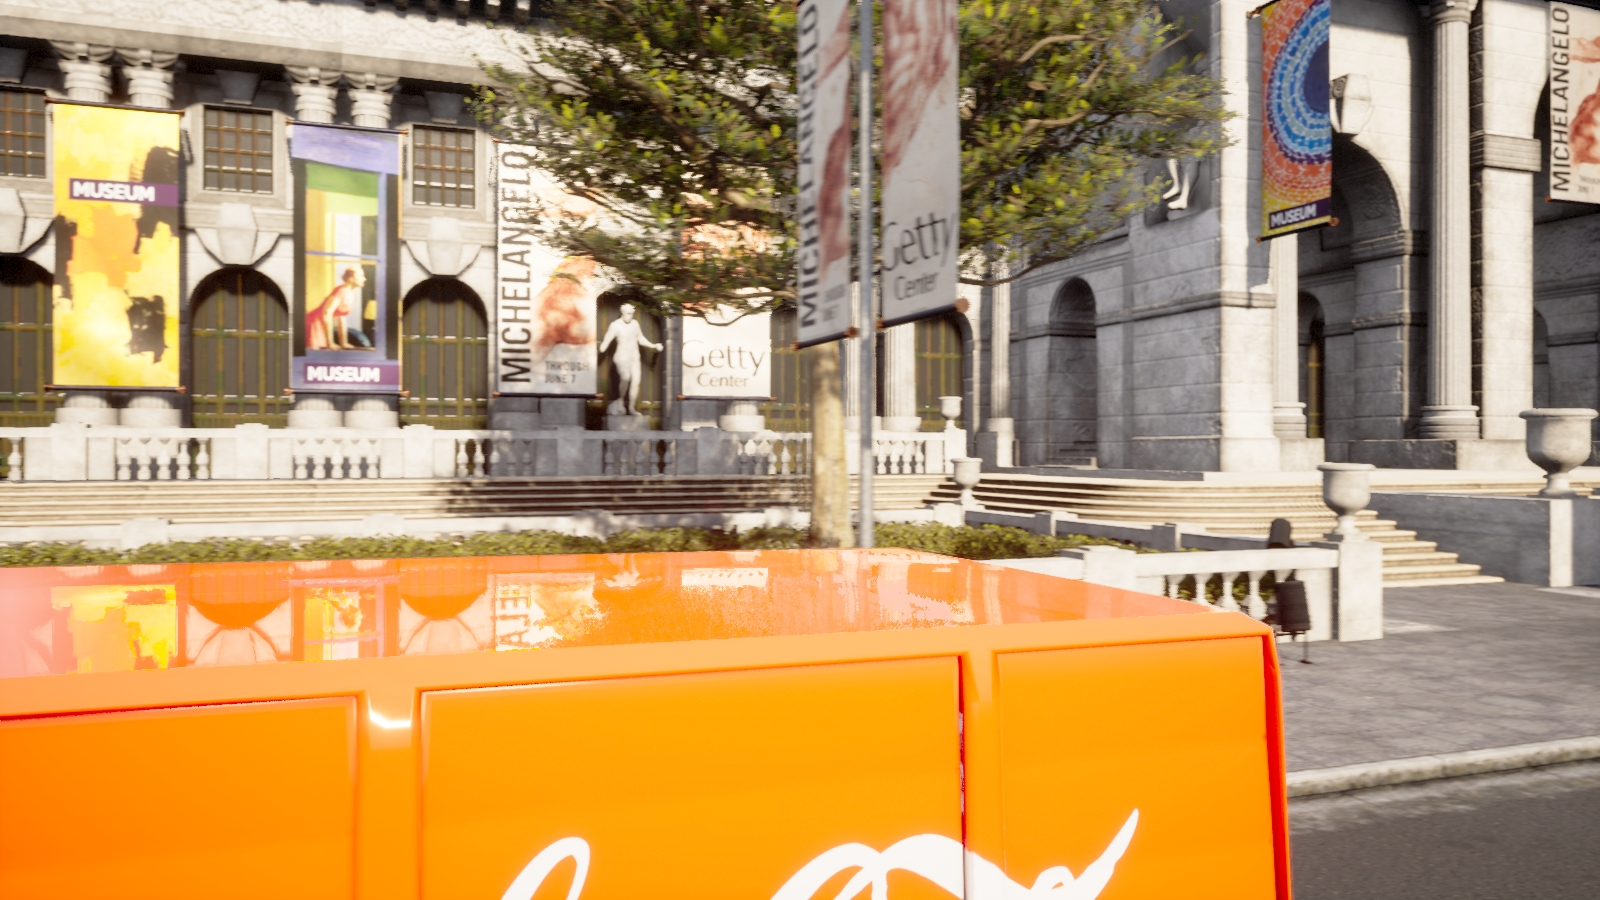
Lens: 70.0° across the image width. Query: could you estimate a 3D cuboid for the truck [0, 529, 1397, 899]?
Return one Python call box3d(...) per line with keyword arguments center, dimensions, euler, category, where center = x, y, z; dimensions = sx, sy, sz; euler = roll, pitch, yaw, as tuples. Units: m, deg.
box3d(center=(-1.666, 1.568, 2.695), dimensions=(5.204, 2.467, 2.627), euler=(0, 0, -20), category="truck")
